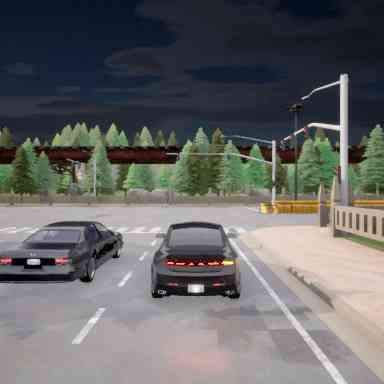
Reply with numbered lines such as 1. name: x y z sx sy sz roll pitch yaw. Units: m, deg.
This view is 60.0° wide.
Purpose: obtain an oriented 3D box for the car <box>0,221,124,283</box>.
1. car: -3.388 1.547 9.655 2.033 1.411 5.357 0 0 0

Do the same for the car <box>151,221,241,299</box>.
1. car: 0.099 1.505 8.466 1.837 1.490 4.892 0 0 1
